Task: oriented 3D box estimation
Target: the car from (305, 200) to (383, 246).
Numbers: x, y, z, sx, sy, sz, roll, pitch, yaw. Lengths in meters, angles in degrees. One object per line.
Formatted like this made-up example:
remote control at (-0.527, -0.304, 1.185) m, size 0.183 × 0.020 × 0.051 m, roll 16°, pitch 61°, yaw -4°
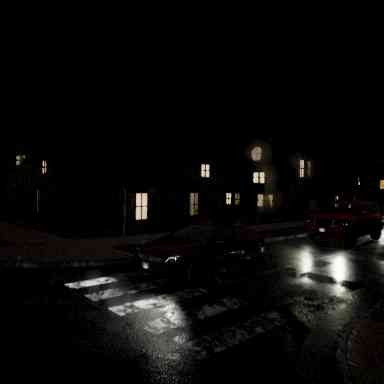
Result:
car at (8.064, 1.465, 17.327) m, size 5.566 × 2.045 × 2.150 m, roll 1°, pitch 1°, yaw -43°

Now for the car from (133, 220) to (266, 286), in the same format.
car at (0.459, 1.587, 9.900) m, size 1.812 × 1.442 × 4.674 m, roll 2°, pitch 1°, yaw 43°

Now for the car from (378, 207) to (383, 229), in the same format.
car at (15.834, 1.930, 24.674) m, size 4.902 × 1.511 × 2.128 m, roll 1°, pitch 1°, yaw -43°
